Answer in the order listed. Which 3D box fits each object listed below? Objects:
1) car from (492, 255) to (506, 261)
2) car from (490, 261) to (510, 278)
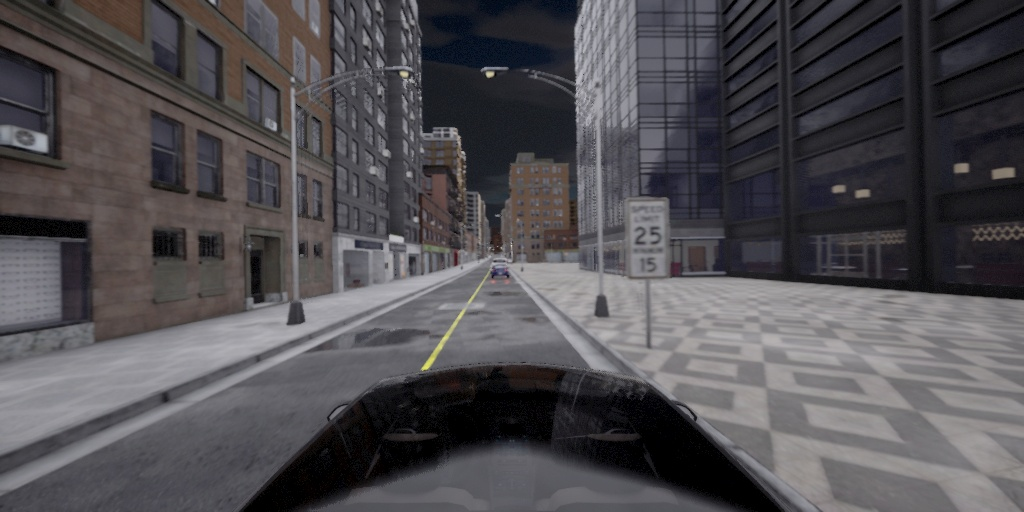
[{"bbox_3d":[-1.664,1.319,47.873,2.150,2.045,5.566,-1,0,-2],"label":"car"},{"bbox_3d":[-1.233,1.574,37.998,1.812,1.442,4.674,-1,0,-2],"label":"car"}]
